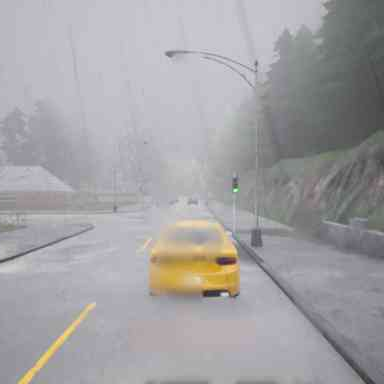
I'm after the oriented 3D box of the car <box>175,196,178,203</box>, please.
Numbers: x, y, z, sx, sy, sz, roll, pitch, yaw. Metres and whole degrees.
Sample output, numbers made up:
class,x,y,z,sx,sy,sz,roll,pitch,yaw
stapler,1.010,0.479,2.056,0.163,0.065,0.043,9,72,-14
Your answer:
class,x,y,z,sx,sy,sz,roll,pitch,yaw
car,-4.009,1.581,58.755,1.994,1.385,4.181,0,0,0

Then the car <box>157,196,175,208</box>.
class,x,y,z,sx,sy,sz,roll,pitch,yaw
car,-4.038,1.367,49.437,2.097,1.767,4.553,0,0,0

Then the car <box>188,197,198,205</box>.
class,x,y,z,sx,sy,sz,roll,pitch,yaw
car,0.172,1.565,61.120,2.033,1.411,5.357,0,0,0

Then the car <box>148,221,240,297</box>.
class,x,y,z,sx,sy,sz,roll,pitch,yaw
car,0.064,1.480,8.634,1.882,1.535,5.008,0,0,1

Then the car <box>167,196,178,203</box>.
class,x,y,z,sx,sy,sz,roll,pitch,yaw
car,-3.925,1.584,68.765,1.994,1.385,4.181,0,0,1
